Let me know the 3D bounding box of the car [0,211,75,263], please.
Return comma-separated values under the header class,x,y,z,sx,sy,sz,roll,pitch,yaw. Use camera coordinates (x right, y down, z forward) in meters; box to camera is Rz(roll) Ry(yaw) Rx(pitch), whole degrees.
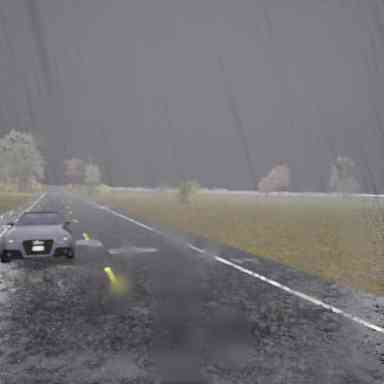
class,x,y,z,sx,sy,sz,roll,pitch,yaw
car,-5.058,1.351,11.135,1.994,1.385,4.181,0,1,-23
